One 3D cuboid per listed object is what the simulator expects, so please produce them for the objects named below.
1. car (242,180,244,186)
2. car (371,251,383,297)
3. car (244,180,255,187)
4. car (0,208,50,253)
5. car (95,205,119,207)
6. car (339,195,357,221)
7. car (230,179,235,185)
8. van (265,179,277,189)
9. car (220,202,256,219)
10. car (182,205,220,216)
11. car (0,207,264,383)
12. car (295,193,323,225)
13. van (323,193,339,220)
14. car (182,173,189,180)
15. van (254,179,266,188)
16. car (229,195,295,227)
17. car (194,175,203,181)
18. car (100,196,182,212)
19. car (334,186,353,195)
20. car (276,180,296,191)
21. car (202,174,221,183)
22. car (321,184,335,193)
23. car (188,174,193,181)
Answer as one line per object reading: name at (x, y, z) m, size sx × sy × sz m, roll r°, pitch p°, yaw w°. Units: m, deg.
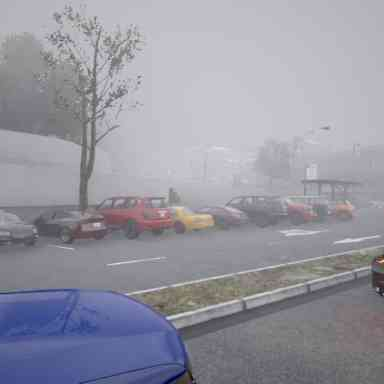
car at (12.389, -2.047, 76.178) m, size 2.002 × 1.452 × 4.674 m, roll 7°, pitch 4°, yaw 35°
car at (5.792, 1.515, 7.237) m, size 4.892 × 1.490 × 1.837 m, roll 0°, pitch 0°, yaw -35°
car at (14.216, -1.815, 73.854) m, size 1.946 × 1.575 × 5.366 m, roll 7°, pitch 3°, yaw 35°
car at (-8.498, 1.493, 14.150) m, size 4.892 × 1.521 × 2.231 m, roll -1°, pitch -1°, yaw 35°
car at (-6.075, 1.524, 15.892) m, size 4.792 × 1.488 × 2.163 m, roll -1°, pitch -1°, yaw 35°
car at (11.206, 1.402, 27.944) m, size 4.553 × 1.767 × 2.185 m, roll -1°, pitch -1°, yaw 35°
car at (10.651, -2.320, 78.643) m, size 2.002 × 1.452 × 4.674 m, roll 7°, pitch 3°, yaw 35°
van at (17.510, -1.494, 68.645) m, size 1.878 × 1.987 × 4.442 m, roll 7°, pitch 4°, yaw 35°
car at (1.305, 1.548, 21.079) m, size 4.674 × 1.452 × 2.002 m, roll -1°, pitch -1°, yaw 35°
car at (-1.304, 1.502, 19.456) m, size 5.366 × 1.575 × 1.946 m, roll -1°, pitch -1°, yaw 35°
car at (-2.459, 1.221, 1.383) m, size 5.566 × 2.045 × 2.150 m, roll 0°, pitch 0°, yaw -35°
car at (6.252, 1.266, 24.533) m, size 5.566 × 2.045 × 2.435 m, roll -1°, pitch -1°, yaw 35°
van at (8.794, 1.295, 26.198) m, size 4.442 × 1.987 × 1.878 m, roll -1°, pitch -1°, yaw 35°
car at (0.197, -4.088, 93.368) m, size 2.185 × 1.767 × 4.553 m, roll 4°, pitch 1°, yaw 34°
van at (15.785, -1.767, 71.120) m, size 1.878 × 1.987 × 4.442 m, roll 7°, pitch 4°, yaw 35°
car at (3.736, 1.261, 22.832) m, size 5.566 × 2.045 × 2.435 m, roll -1°, pitch -1°, yaw 35°
car at (3.712, -3.702, 88.425) m, size 2.435 × 2.045 × 5.566 m, roll 7°, pitch 3°, yaw 34°
car at (-3.627, 1.248, 17.633) m, size 5.566 × 2.045 × 2.435 m, roll -1°, pitch -1°, yaw 35°
car at (26.148, 0.133, 56.409) m, size 2.002 × 1.452 × 4.674 m, roll 7°, pitch 3°, yaw 35°
car at (19.265, -0.996, 66.280) m, size 2.231 × 1.521 × 4.892 m, roll 7°, pitch 3°, yaw 35°
car at (5.559, -3.179, 86.163) m, size 1.946 × 1.575 × 5.366 m, roll 7°, pitch 3°, yaw 34°
car at (24.462, -0.429, 58.885) m, size 2.435 × 2.045 × 5.566 m, roll 7°, pitch 3°, yaw 35°
car at (1.922, -3.854, 90.895) m, size 2.185 × 1.767 × 4.553 m, roll 6°, pitch 3°, yaw 34°
